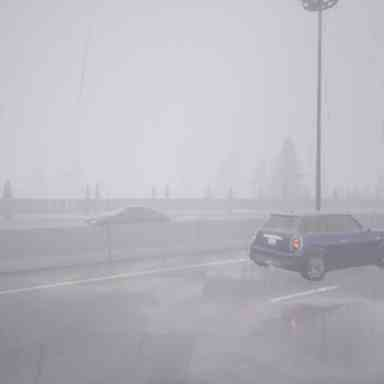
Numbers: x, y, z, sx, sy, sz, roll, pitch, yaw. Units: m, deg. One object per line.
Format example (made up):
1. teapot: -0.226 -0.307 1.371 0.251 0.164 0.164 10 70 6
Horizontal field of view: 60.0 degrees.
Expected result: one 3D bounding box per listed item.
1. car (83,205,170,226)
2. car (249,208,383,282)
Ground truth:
1. car: -3.438 1.467 17.974 4.674 1.442 1.812 0 0 -29
2. car: 3.983 1.333 9.856 4.553 1.767 2.097 0 0 -29
